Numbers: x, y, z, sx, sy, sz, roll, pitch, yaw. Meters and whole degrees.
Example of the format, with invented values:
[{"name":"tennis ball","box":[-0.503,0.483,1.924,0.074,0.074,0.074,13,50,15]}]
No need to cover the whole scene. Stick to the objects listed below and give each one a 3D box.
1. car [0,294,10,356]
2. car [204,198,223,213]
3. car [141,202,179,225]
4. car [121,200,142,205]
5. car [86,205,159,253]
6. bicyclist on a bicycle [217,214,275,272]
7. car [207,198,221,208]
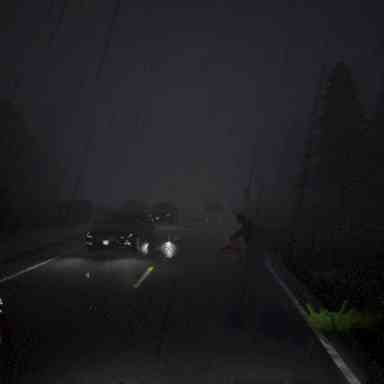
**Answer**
[{"name":"car","box":[-3.588,1.561,2.807,1.994,1.385,4.181,0,0,6]},{"name":"car","box":[2.413,1.495,36.473,1.812,1.442,4.674,0,0,4]},{"name":"car","box":[-2.074,1.484,24.188,1.837,1.490,4.892,0,0,4]},{"name":"car","box":[-4.770,1.431,27.069,1.816,1.474,4.193,6,0,2]},{"name":"car","box":[-2.783,1.494,13.781,1.837,1.490,4.892,0,0,4]},{"name":"bicyclist on a bicycle","box":[1.547,1.450,9.493,1.656,1.620,0.582,0,0,4]},{"name":"car","box":[3.226,1.560,48.792,1.895,1.301,4.718,0,0,5]}]
